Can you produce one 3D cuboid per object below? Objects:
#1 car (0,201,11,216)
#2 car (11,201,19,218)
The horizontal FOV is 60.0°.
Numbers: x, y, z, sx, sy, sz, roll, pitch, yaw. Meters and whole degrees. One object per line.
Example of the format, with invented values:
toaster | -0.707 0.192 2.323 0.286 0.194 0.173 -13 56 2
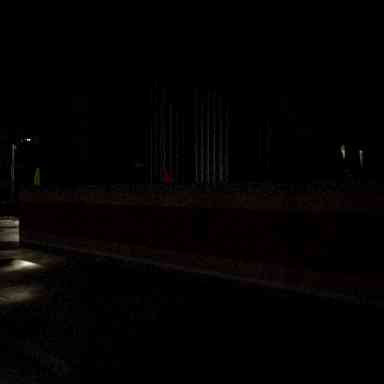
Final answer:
car | -16.407 1.547 29.086 2.128 1.511 4.902 0 0 37
car | -12.249 1.603 28.808 2.033 1.411 5.357 0 0 37
